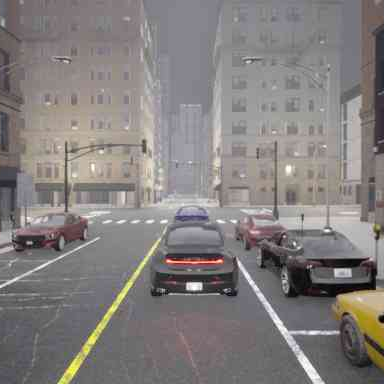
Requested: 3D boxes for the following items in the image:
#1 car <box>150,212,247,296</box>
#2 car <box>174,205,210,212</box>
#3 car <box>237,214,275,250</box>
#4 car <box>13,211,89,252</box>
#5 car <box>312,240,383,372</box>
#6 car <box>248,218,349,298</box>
[{"bbox_3d":[0.049,1.503,8.589,1.837,1.490,4.892,0,0,0],"label":"car"},{"bbox_3d":[-0.010,1.474,18.539,1.882,1.535,5.008,0,0,0],"label":"car"},{"bbox_3d":[2.832,1.579,13.947,1.802,1.307,4.206,-1,0,0],"label":"car"},{"bbox_3d":[-5.714,1.541,13.922,1.887,1.381,4.507,-1,0,0],"label":"car"},{"bbox_3d":[2.859,1.525,2.945,1.752,1.417,4.829,-1,0,0],"label":"car"},{"bbox_3d":[2.846,1.564,8.361,1.947,1.339,4.313,-1,0,0],"label":"car"}]
